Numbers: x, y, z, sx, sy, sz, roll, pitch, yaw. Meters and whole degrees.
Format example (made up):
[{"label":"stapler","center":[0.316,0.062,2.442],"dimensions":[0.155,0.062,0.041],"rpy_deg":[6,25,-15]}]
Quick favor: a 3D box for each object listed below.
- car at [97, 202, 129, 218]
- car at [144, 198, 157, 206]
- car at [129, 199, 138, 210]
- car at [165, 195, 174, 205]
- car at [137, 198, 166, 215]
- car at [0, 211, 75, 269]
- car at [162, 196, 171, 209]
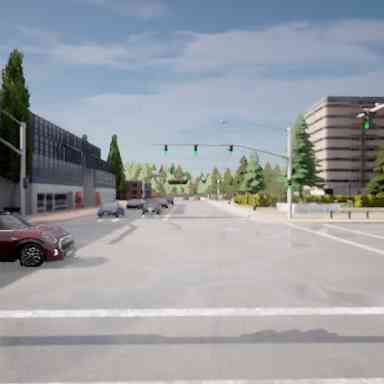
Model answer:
[{"label":"car","center":[-7.834,1.724,32.581],"dimensions":[1.812,1.442,4.674],"rpy_deg":[0,0,0]},{"label":"car","center":[-8.273,1.949,66.565],"dimensions":[2.033,1.411,5.357],"rpy_deg":[0,0,-1]},{"label":"car","center":[-8.038,1.761,46.759],"dimensions":[1.882,1.535,5.008],"rpy_deg":[0,0,-1]},{"label":"car","center":[-4.782,1.622,67.557],"dimensions":[2.150,2.045,5.566],"rpy_deg":[0,-1,-1]},{"label":"car","center":[-4.379,1.715,36.944],"dimensions":[2.128,1.511,4.902],"rpy_deg":[0,0,-1]},{"label":"car","center":[-6.278,1.417,10.861],"dimensions":[4.553,1.767,2.097],"rpy_deg":[0,0,-3]},{"label":"car","center":[-4.596,1.784,50.626],"dimensions":[1.882,1.535,5.008],"rpy_deg":[0,0,-1]}]
